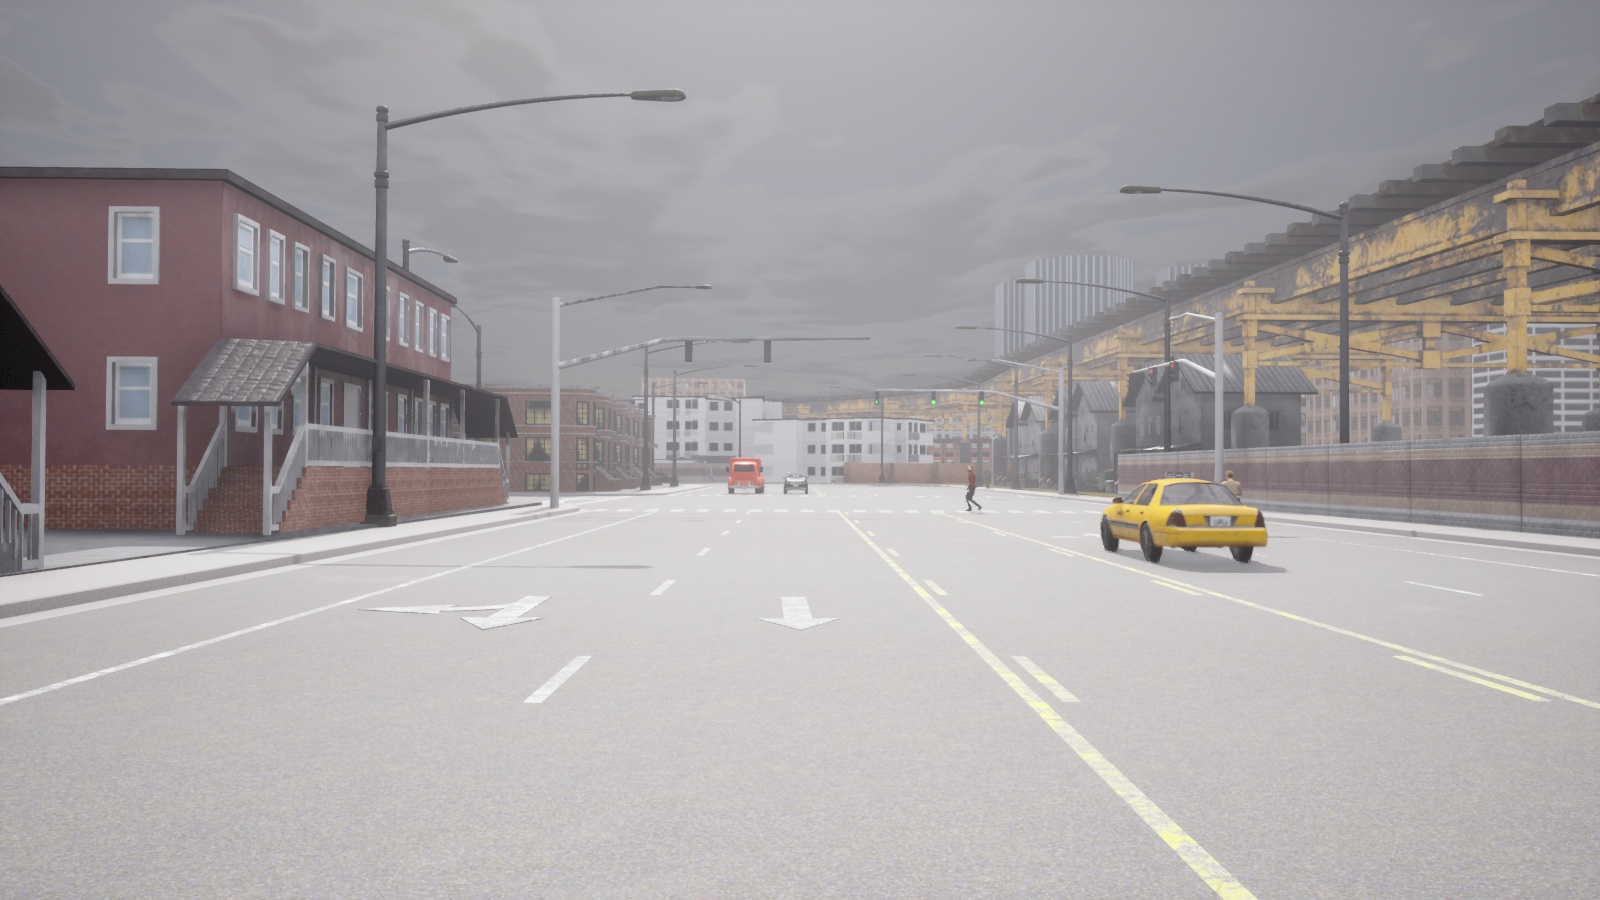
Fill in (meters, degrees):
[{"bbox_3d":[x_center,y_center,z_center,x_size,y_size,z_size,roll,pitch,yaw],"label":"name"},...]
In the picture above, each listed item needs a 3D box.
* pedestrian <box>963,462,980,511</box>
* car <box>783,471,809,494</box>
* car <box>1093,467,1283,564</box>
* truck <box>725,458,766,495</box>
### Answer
[{"bbox_3d":[6.533,1.374,47.768,0.636,1.846,0.331,0,-1,8],"label":"pedestrian"},{"bbox_3d":[-0.259,2.240,86.340,1.789,1.549,3.705,0,-1,0],"label":"car"},{"bbox_3d":[6.928,1.113,23.093,1.801,1.575,5.366,0,-1,0],"label":"car"},{"bbox_3d":[-3.769,1.802,87.322,2.627,2.467,5.204,0,-1,0],"label":"truck"}]
